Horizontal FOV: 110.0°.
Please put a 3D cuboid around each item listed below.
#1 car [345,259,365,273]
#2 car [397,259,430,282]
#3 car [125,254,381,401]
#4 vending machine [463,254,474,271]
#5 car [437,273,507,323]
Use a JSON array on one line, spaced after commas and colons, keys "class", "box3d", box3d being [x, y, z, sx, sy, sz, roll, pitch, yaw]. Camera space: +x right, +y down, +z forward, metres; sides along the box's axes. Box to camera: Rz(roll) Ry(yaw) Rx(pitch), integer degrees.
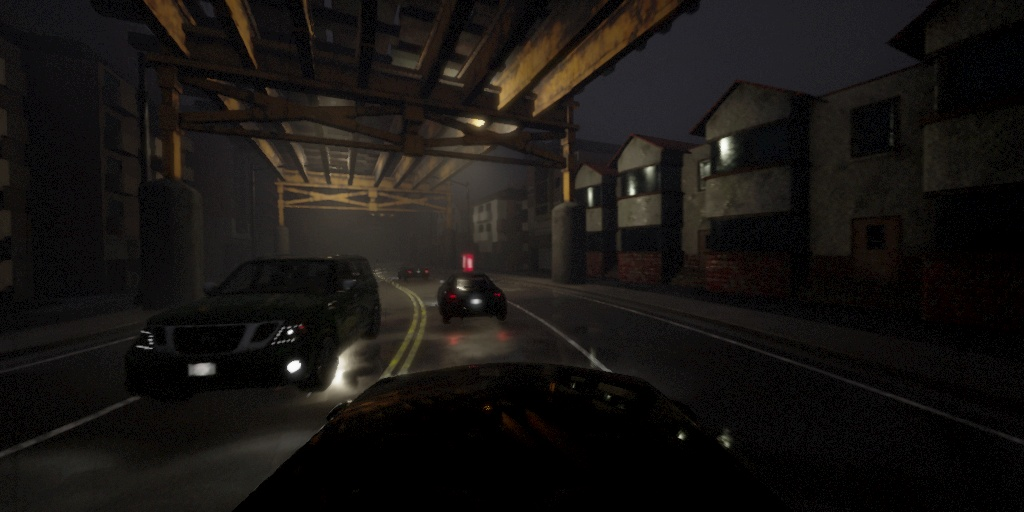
[{"class": "car", "box3d": [-19.795, 1.220, 45.164, 2.128, 1.511, 4.902, -1, 1, -25]}, {"class": "car", "box3d": [-7.956, 1.217, 28.724, 2.033, 1.411, 5.357, -1, 0, -25]}, {"class": "car", "box3d": [-4.099, 0.986, 6.984, 2.150, 2.045, 5.566, 0, 0, -9]}, {"class": "vending machine", "box3d": [-4.733, 0.738, 38.985, 1.100, 2.100, 0.880, 0, 0, -25]}, {"class": "car", "box3d": [-1.475, 1.260, 12.173, 1.994, 1.385, 4.181, -1, 0, -13]}]
